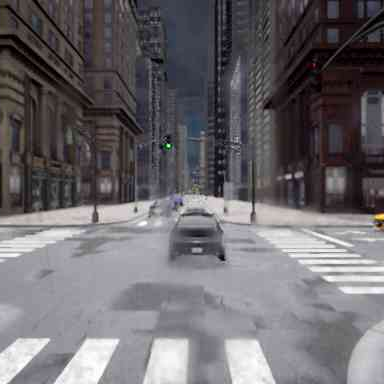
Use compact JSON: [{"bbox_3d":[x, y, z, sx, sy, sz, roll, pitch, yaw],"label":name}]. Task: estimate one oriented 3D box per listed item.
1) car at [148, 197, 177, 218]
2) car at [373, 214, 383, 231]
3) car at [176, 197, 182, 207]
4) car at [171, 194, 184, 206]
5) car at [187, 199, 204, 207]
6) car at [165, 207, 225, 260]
[{"bbox_3d":[-2.823,1.540,30.606,2.128,1.511,4.902,0,0,1],"label":"car"},{"bbox_3d":[12.905,1.506,18.777,5.008,1.535,1.882,0,0,0],"label":"car"},{"bbox_3d":[-2.719,1.635,40.525,1.994,1.385,4.181,0,0,2],"label":"car"},{"bbox_3d":[-2.591,1.338,55.246,2.150,2.045,5.566,0,0,1],"label":"car"},{"bbox_3d":[0.442,1.596,39.861,1.812,1.442,4.674,0,0,0],"label":"car"},{"bbox_3d":[0.189,1.516,12.452,1.837,1.490,4.892,0,0,1],"label":"car"}]
